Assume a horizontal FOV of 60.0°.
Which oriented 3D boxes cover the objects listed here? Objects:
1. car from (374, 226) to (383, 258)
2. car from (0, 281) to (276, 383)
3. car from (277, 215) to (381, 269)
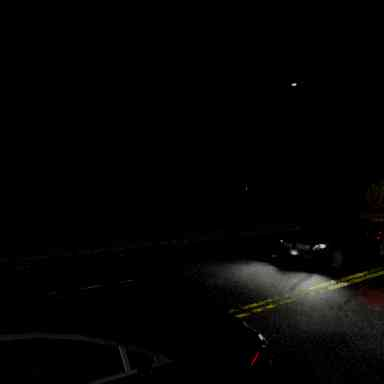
[{"bbox_3d":[6.637,1.570,8.308,4.181,1.385,1.994,0,0,-37],"label":"car"},{"bbox_3d":[-1.434,1.492,2.440,4.902,1.511,2.128,0,0,-36],"label":"car"},{"bbox_3d":[4.927,1.531,11.266,4.674,1.442,1.812,0,0,-36],"label":"car"}]
